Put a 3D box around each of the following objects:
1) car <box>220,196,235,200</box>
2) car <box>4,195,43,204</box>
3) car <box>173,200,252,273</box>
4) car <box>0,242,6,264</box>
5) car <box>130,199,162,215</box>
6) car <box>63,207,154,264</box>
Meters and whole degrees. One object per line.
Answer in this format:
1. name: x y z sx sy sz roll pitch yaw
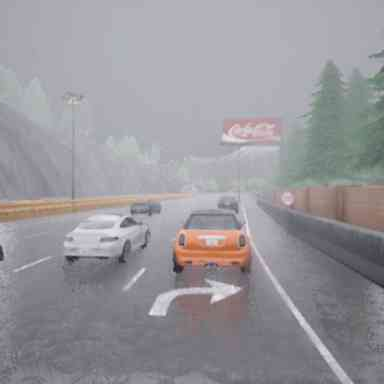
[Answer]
1. car: 3.773 1.210 34.802 2.097 1.767 4.553 0 0 8
2. car: -17.597 1.148 34.942 2.097 1.767 4.553 0 0 8
3. car: 0.678 1.306 10.705 2.097 1.767 4.553 0 0 4
4. car: -6.533 1.510 8.057 1.994 1.385 4.181 0 0 3
5. car: -4.031 1.350 29.608 2.128 1.511 4.902 0 0 8
6. car: -2.774 1.467 11.528 1.812 1.442 4.674 0 0 5
